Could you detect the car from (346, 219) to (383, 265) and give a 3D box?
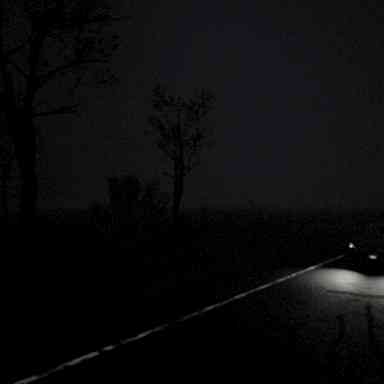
[{"bbox_3d":[7.052,1.707,11.816,1.812,1.442,4.674,-2,-2,43],"label":"car"}]
